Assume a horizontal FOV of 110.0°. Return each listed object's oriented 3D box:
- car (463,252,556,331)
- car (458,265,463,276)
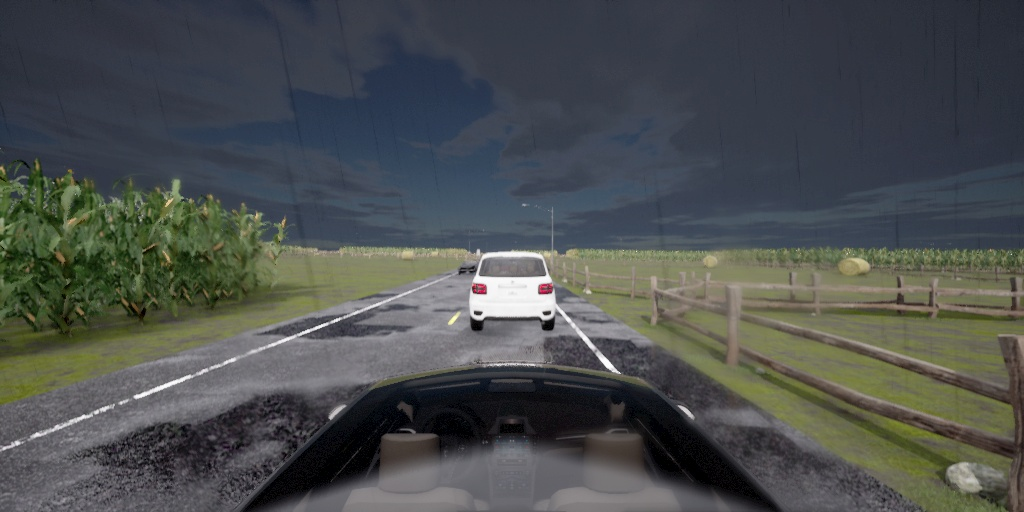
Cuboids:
[{"bbox_3d":[0.016,0.913,10.905,2.150,2.045,5.566,0,0,0],"label":"car"},{"bbox_3d":[-3.952,1.130,33.847,1.895,1.301,4.718,0,0,-1],"label":"car"}]
